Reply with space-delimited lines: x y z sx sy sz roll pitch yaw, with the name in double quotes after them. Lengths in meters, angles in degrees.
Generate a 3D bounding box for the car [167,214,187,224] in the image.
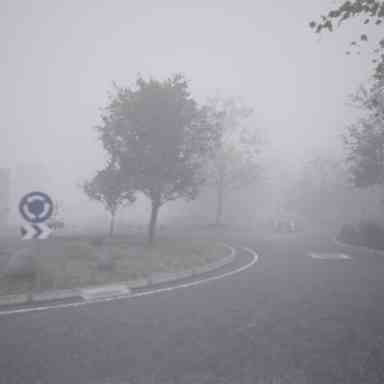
-2.824 5.303 61.841 1.895 1.301 4.718 1 -3 -12 "car"

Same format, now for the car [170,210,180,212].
-2.755 6.008 85.617 4.553 1.767 2.185 1 -2 -12 "car"

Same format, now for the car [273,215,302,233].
9.580 3.111 33.135 2.097 1.767 4.553 -3 -4 26 "car"

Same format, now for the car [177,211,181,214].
-0.621 5.737 74.725 5.366 1.575 1.946 1 -2 -12 "car"

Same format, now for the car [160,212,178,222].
-4.961 5.632 71.618 2.128 1.511 4.902 1 -2 -12 "car"

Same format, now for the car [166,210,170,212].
-3.966 6.330 91.026 5.008 1.535 2.097 1 -2 -12 "car"

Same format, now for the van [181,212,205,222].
0.622 5.321 69.326 4.442 1.987 1.878 1 -2 -12 "van"

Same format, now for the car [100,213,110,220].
-20.711 5.728 79.304 1.882 1.535 5.008 1 -3 -12 "car"

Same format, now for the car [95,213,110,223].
-16.736 4.957 61.326 1.895 1.301 4.718 1 -3 -12 "car"

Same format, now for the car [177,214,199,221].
-0.998 5.870 77.479 4.792 1.488 2.163 1 -2 -12 "car"

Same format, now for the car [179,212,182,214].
0.177 5.675 72.056 4.792 1.488 2.163 1 -2 -12 "car"
